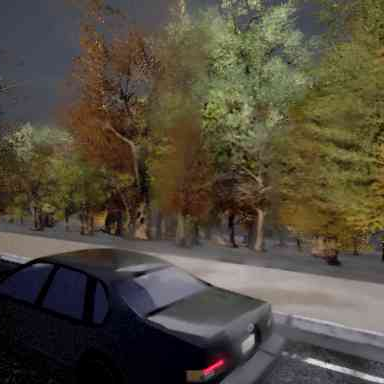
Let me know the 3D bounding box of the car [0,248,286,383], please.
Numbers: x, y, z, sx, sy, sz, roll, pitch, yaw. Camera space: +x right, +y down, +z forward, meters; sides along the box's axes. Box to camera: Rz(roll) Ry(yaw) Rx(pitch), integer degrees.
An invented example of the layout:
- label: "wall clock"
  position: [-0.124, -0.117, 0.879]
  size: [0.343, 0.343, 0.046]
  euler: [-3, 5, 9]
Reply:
- label: "car"
  position: [-1.496, 1.559, 4.750]
  size: [5.357, 1.411, 2.033]
  euler: [0, 0, 35]
